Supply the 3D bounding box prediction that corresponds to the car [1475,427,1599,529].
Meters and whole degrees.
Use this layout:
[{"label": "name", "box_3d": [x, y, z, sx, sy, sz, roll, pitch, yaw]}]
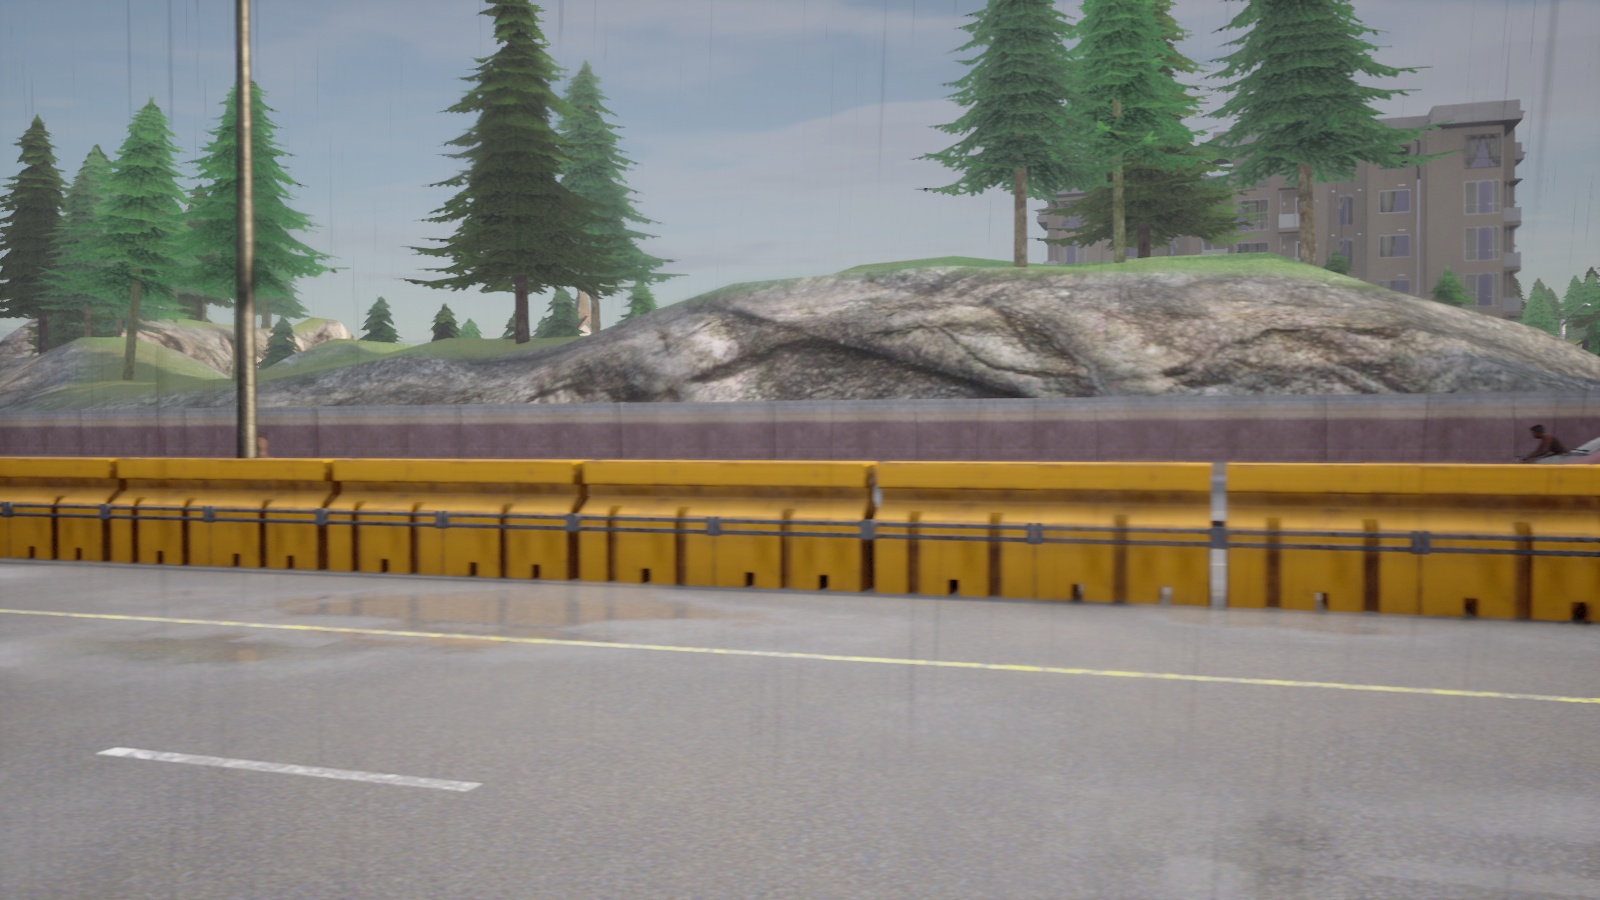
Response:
[{"label": "car", "box_3d": [13.573, 0.442, 20.757, 3.988, 1.617, 1.851, 1, 1, 19]}]
